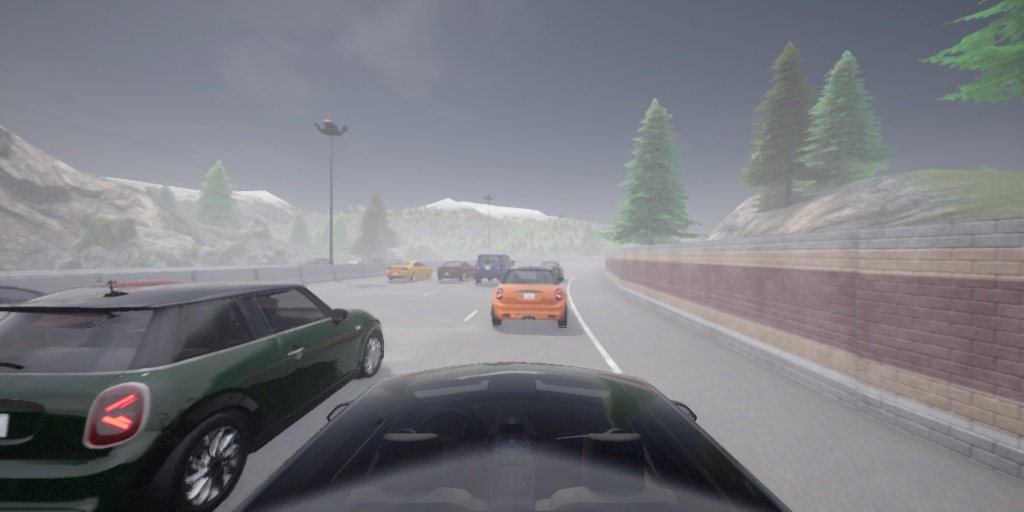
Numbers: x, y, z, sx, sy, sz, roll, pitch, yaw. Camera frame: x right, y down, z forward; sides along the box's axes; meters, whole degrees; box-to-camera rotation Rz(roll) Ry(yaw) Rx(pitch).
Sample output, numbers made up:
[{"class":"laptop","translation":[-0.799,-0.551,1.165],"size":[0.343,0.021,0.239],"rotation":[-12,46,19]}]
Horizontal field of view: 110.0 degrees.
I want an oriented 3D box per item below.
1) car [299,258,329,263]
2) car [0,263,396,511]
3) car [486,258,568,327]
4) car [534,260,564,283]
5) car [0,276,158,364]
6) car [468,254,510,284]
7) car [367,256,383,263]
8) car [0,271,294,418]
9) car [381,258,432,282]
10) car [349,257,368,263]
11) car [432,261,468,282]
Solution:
[{"class":"car","translation":[-25.173,0.973,45.936],"size":[1.837,1.490,4.892],"rotation":[0,0,16]},{"class":"car","translation":[-3.283,1.077,4.381],"size":[2.097,1.767,4.553],"rotation":[0,0,1]},{"class":"car","translation":[0.604,1.066,11.573],"size":[2.097,1.767,4.553],"rotation":[0,0,4]},{"class":"car","translation":[3.020,1.137,28.246],"size":[1.882,1.535,5.008],"rotation":[0,0,12]},{"class":"car","translation":[-10.255,1.234,6.619],"size":[2.033,1.411,5.357],"rotation":[0,0,2]},{"class":"car","translation":[-1.086,0.874,25.646],"size":[2.150,2.045,5.566],"rotation":[0,0,10]},{"class":"car","translation":[-14.857,1.069,44.039],"size":[2.033,1.411,5.357],"rotation":[0,0,16]},{"class":"car","translation":[-6.706,1.179,6.867],"size":[1.882,1.535,5.008],"rotation":[0,0,2]},{"class":"car","translation":[-7.781,1.093,27.757],"size":[1.882,1.535,5.008],"rotation":[0,0,10]},{"class":"car","translation":[-17.934,0.853,45.737],"size":[2.097,1.767,4.553],"rotation":[0,0,17]},{"class":"car","translation":[-4.183,1.108,27.932],"size":[1.882,1.535,5.008],"rotation":[0,0,11]}]
